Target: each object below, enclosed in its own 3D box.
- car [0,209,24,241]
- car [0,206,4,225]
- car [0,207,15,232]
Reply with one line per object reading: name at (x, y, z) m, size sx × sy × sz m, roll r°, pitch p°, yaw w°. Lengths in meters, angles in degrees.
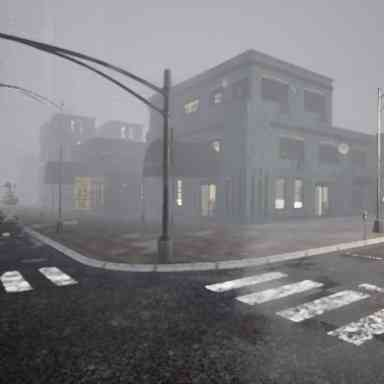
car at (-9.660, 1.699, 16.899) m, size 2.008 × 1.369 × 4.403 m, roll 1°, pitch -1°, yaw -35°
car at (-15.903, 1.781, 25.909) m, size 1.802 × 1.307 × 4.206 m, roll 1°, pitch -1°, yaw -35°
car at (-12.782, 1.739, 21.405) m, size 1.947 × 1.339 × 4.313 m, roll 1°, pitch -1°, yaw -35°
